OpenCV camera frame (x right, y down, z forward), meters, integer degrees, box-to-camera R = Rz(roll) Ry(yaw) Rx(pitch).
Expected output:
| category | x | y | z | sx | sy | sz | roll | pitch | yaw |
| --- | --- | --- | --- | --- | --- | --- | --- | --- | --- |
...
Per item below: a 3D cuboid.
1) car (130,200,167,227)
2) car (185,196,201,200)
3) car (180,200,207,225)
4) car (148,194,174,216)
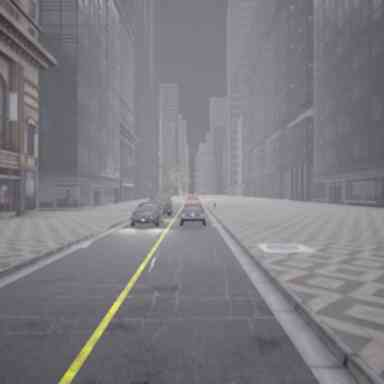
| category | x | y | z | sx | sy | sz | roll | pitch | yaw |
| --- | --- | --- | --- | --- | --- | --- | --- | --- | --- |
| car | -2.997 | 1.503 | 22.915 | 1.837 | 1.490 | 4.892 | 0 | -1 | 0 |
| car | 0.119 | 1.339 | 42.691 | 2.097 | 1.767 | 4.553 | 0 | 0 | 0 |
| car | 0.094 | 1.545 | 24.053 | 2.033 | 1.411 | 5.357 | 0 | 0 | 1 |
| car | -2.973 | 1.216 | 32.286 | 2.150 | 2.045 | 5.566 | 0 | 0 | 0 |
